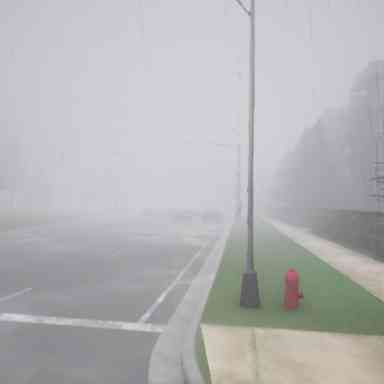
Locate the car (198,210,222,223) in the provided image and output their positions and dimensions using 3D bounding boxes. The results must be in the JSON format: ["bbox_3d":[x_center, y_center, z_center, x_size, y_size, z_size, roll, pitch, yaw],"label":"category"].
[{"bbox_3d":[2.291,2.985,41.124,1.837,1.490,4.892,1,-2,8],"label":"car"}]

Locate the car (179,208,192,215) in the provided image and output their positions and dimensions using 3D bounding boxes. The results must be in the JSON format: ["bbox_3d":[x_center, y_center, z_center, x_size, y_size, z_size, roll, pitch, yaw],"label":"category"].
[{"bbox_3d":[-1.234,3.872,65.589,1.895,1.301,4.718,1,-2,8],"label":"car"}]

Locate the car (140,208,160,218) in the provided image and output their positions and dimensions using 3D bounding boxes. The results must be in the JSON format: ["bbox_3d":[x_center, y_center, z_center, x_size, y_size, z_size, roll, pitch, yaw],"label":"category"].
[{"bbox_3d":[-6.597,3.289,52.918,2.033,1.411,5.357,1,-2,11],"label":"car"}]

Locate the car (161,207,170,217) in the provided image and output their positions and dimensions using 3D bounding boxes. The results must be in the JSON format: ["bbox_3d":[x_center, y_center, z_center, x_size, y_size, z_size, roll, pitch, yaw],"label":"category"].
[{"bbox_3d":[-3.015,3.372,53.115,1.994,1.385,4.181,1,-2,8],"label":"car"}]

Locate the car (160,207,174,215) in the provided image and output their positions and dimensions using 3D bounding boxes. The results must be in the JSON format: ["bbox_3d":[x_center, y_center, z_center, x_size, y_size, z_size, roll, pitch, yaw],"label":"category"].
[{"bbox_3d":[-4.836,3.720,65.113,1.812,1.442,4.674,1,-2,8],"label":"car"}]

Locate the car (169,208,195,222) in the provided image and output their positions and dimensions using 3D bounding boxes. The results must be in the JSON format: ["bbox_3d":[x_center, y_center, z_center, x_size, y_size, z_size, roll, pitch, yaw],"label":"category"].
[{"bbox_3d":[-1.147,2.972,41.801,1.812,1.442,4.674,1,-2,8],"label":"car"}]

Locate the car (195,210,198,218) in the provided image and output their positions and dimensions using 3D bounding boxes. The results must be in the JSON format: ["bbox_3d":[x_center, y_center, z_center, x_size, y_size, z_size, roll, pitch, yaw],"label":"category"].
[{"bbox_3d":[0.273,3.428,52.065,1.895,1.301,4.718,1,-2,8],"label":"car"}]
